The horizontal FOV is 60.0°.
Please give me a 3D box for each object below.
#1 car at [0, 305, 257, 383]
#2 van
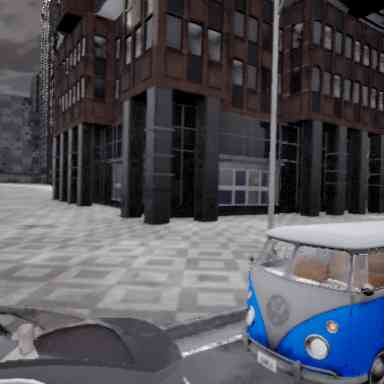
[{"bbox_3d":[-2.012,1.481,1.661,4.403,1.369,2.008,1,1,-34],"label":"car"},{"bbox_3d":[2.559,1.331,4.769,3.998,1.788,1.690,1,1,-34],"label":"van"}]
